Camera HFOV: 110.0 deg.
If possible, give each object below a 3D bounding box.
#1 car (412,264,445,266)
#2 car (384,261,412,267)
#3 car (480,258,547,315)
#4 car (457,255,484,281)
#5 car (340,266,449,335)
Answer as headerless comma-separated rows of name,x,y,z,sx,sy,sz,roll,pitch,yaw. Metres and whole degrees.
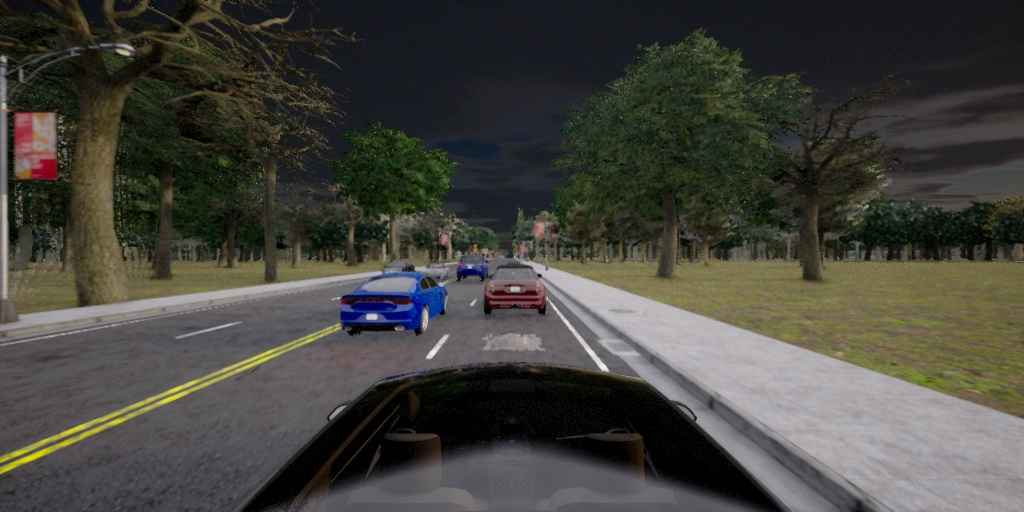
car,-6.593,1.293,30.210,1.895,1.301,4.718,0,0,0
car,-9.839,1.182,31.332,2.128,1.511,4.902,0,0,0
car,0.102,1.078,13.622,2.097,1.767,4.553,0,0,0
car,-3.144,0.916,29.375,2.150,2.045,5.566,0,0,0
car,-3.147,1.210,10.530,1.882,1.535,5.008,0,0,0
